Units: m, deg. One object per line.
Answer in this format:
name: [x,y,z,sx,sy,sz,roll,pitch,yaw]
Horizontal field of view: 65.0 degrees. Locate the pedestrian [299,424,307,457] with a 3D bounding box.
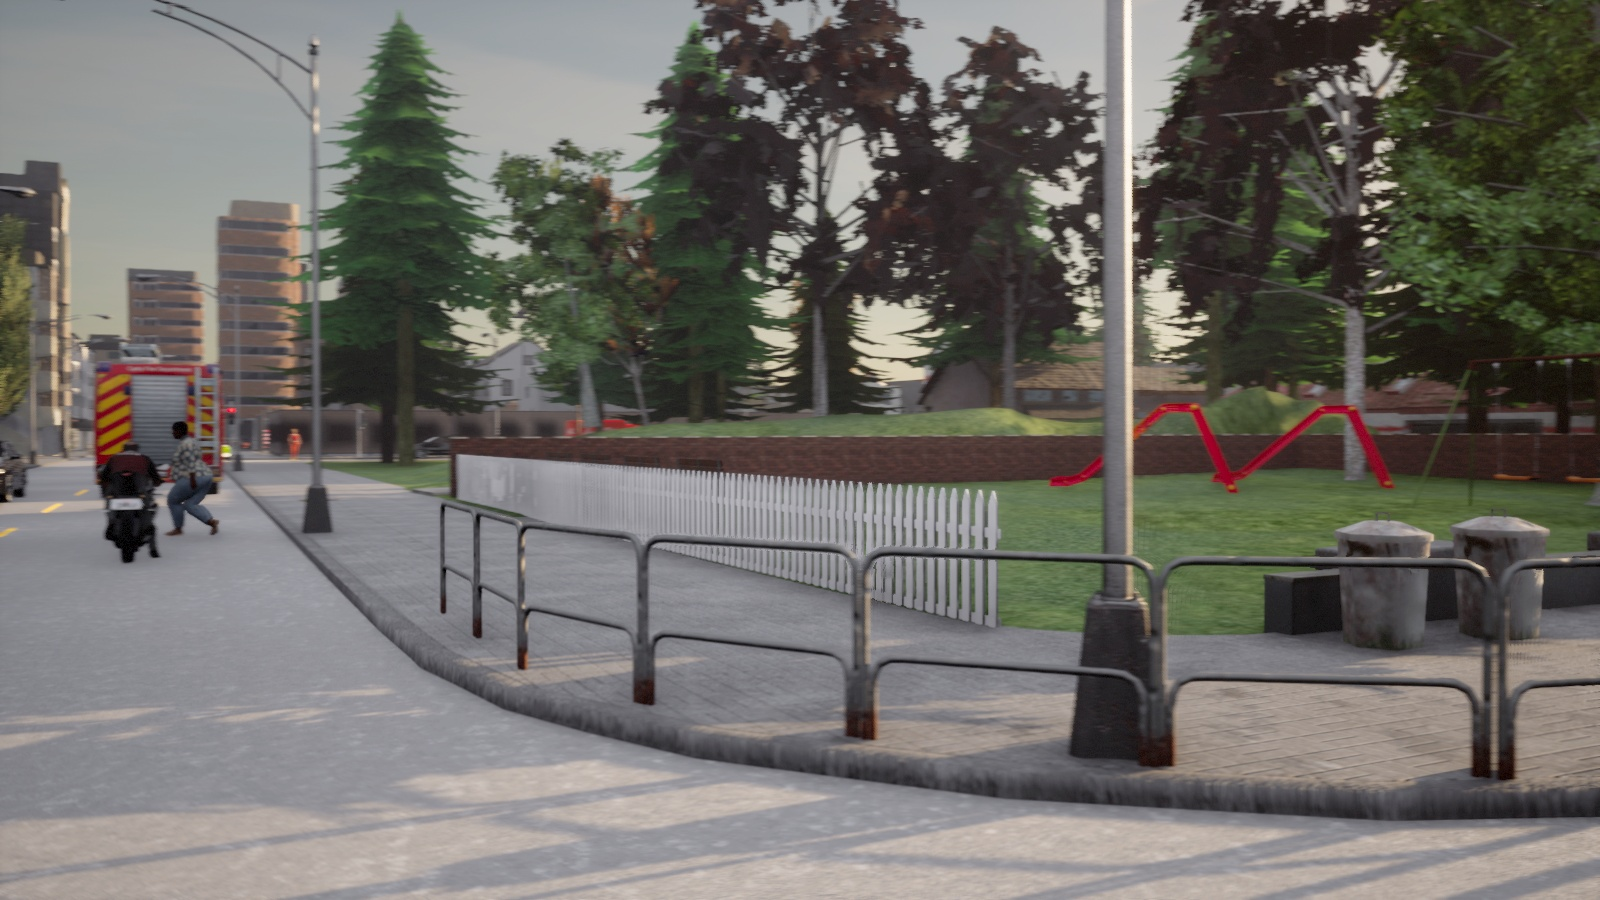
pedestrian: [-28.383,-0.544,71.714,0.345,1.836,0.594,0,1,-28]

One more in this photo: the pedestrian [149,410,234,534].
pedestrian: [-9.253,0.324,19.127,0.900,1.855,0.874,0,1,-3]

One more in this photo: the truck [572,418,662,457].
truck: [-11.904,-0.808,81.655,5.204,2.467,2.627,0,1,-26]

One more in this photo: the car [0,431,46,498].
car: [-19.690,0.287,30.264,2.128,1.511,4.902,0,1,-25]

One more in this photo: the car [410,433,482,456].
car: [-22.799,-0.347,80.892,4.193,1.474,1.816,0,1,-26]

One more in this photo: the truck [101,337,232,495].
truck: [-17.483,-0.886,34.927,2.891,3.827,8.468,0,1,-25]

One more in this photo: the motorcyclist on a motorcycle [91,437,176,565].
motorcyclist on a motorcycle: [-8.645,0.603,16.357,0.866,1.530,2.191,0,1,-25]
